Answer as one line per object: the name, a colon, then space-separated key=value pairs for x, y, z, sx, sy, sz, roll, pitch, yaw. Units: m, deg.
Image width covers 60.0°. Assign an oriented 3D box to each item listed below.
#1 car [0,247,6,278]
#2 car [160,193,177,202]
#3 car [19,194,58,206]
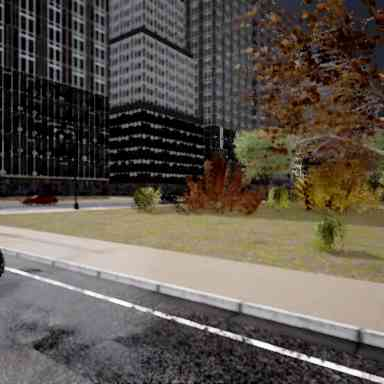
car: x=-6.398 y=1.419 z=8.206 sx=4.181 sy=1.385 sz=1.994 roll=1 pitch=1 yaw=37
car: x=-4.873 y=1.043 z=61.649 sx=1.837 sy=1.490 sz=4.892 roll=0 pitch=-1 yaw=37
car: x=-19.454 y=1.028 z=42.356 sx=1.812 sy=1.442 sz=4.674 roll=0 pitch=0 yaw=37
